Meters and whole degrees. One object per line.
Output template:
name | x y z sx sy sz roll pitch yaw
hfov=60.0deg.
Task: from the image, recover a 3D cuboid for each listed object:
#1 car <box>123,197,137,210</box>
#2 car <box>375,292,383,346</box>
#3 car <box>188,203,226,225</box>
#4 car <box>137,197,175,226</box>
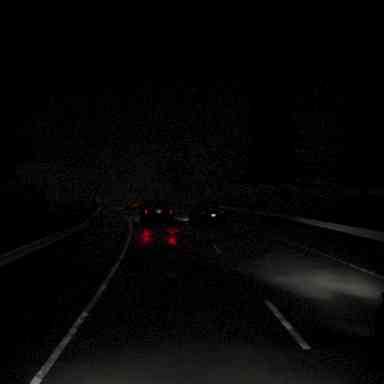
car | -7.058 1.316 39.548 1.882 1.535 5.008 0 0 -18
car | 3.406 1.472 2.498 2.128 1.511 4.902 0 0 -2
car | 0.980 1.457 23.362 1.994 1.385 4.181 0 0 -11
car | -2.481 1.255 22.847 2.097 1.767 4.553 0 0 -11
